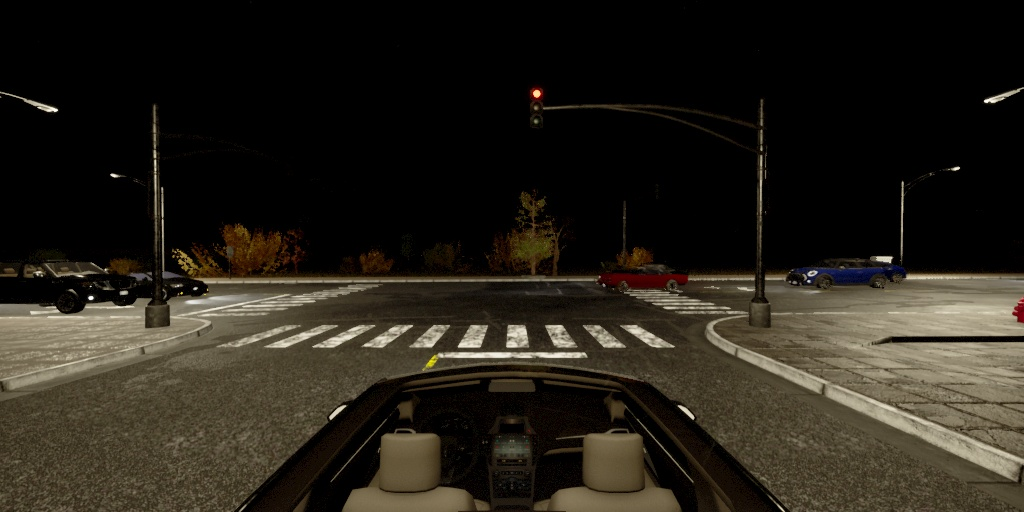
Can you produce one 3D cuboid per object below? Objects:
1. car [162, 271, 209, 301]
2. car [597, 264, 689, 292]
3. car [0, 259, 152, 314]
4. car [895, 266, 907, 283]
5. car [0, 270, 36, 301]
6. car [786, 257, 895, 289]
[{"bbox_3d":[-17.522,1.437,17.602,4.181,1.385,1.994,0,1,0],"label":"car"},{"bbox_3d":[7.287,1.275,20.310,4.718,1.301,1.895,0,1,-9],"label":"car"},{"bbox_3d":[-18.277,1.140,14.352,5.566,2.045,2.150,0,1,0],"label":"car"},{"bbox_3d":[23.532,1.053,23.982,4.674,1.442,1.812,0,1,0],"label":"car"},{"bbox_3d":[-27.500,1.487,17.679,5.357,1.411,2.033,0,1,0],"label":"car"},{"bbox_3d":[18.638,0.950,20.772,4.553,1.767,2.097,0,1,0],"label":"car"}]
